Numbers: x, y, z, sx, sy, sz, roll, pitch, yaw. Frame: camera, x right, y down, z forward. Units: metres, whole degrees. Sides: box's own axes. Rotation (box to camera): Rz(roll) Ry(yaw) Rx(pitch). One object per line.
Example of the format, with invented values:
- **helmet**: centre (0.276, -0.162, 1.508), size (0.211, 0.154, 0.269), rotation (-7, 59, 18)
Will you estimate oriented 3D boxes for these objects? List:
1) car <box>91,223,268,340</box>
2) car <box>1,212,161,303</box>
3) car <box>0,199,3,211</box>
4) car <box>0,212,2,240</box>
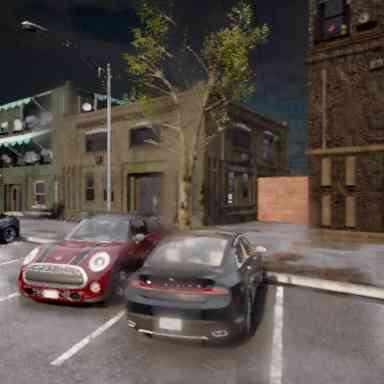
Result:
- **car**: centre (0.356, 1.488, 6.687), size (2.231, 1.521, 4.892), rotation (0, -1, 15)
- **car**: centre (-2.047, 1.361, 8.441), size (2.185, 1.767, 4.553), rotation (1, -1, 16)
- **car**: centre (-35.013, 2.136, 55.815), size (5.566, 2.045, 2.435), rotation (1, -1, 15)
- **car**: centre (-9.284, 1.514, 13.537), size (2.163, 1.488, 4.792), rotation (1, -1, 15)
